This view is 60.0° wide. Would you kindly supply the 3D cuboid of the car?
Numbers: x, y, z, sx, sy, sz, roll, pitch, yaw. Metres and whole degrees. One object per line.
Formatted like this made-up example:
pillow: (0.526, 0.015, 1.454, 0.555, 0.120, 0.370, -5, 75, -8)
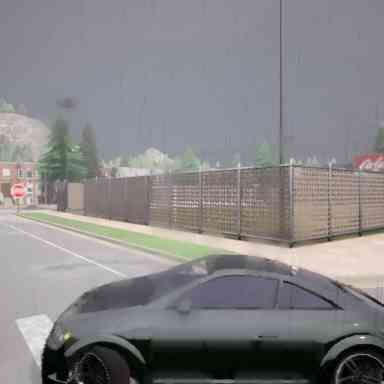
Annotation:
car: (0.350, 1.570, 4.342, 4.181, 1.385, 1.994, 0, 1, 1)
